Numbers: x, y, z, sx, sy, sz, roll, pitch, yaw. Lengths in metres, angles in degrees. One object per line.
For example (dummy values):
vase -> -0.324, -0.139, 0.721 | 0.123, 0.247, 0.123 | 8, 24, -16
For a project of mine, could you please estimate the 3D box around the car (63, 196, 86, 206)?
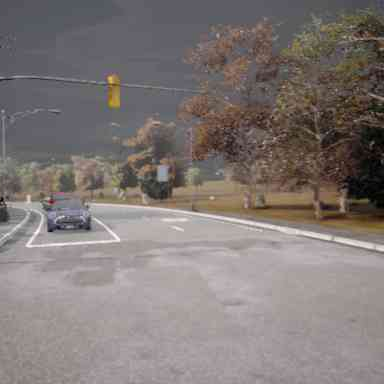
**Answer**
car -> -19.845, 1.459, 56.030 | 2.128, 1.511, 4.902 | -1, 0, -41

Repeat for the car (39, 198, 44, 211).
car -> -15.048, 1.228, 36.292 | 2.097, 1.767, 4.553 | -1, 0, -29

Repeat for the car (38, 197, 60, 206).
car -> -23.768, 1.562, 55.223 | 1.837, 1.490, 4.892 | -1, 0, -44

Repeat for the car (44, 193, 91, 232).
car -> -6.867, 1.140, 18.493 | 2.097, 1.767, 4.553 | -1, 1, -22
